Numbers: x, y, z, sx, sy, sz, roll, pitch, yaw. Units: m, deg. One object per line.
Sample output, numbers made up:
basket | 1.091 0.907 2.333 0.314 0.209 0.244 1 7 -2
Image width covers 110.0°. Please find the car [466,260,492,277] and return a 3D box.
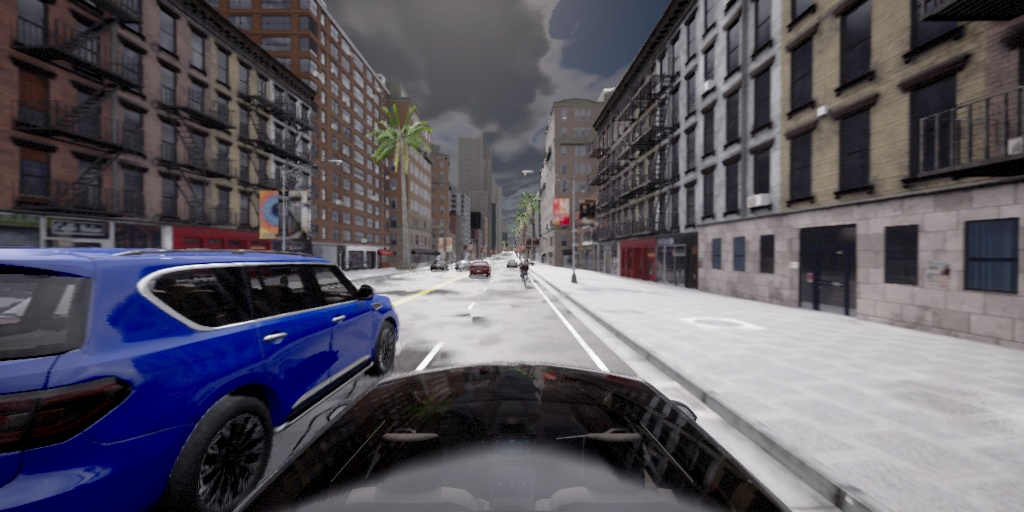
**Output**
car | -3.149 1.264 36.424 1.882 1.535 5.008 0 0 0

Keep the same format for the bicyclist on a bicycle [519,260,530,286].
bicyclist on a bicycle | 0.894 1.136 24.164 0.659 1.776 1.843 0 0 0

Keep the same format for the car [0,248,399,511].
car | -3.150 0.968 4.250 2.150 2.045 5.566 0 0 0

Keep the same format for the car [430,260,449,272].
car | -9.818 1.328 48.670 1.837 1.490 4.892 0 -1 0

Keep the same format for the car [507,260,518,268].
car | 0.059 1.441 63.127 1.994 1.385 4.181 0 0 0

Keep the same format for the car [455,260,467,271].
car | -6.570 1.315 48.952 2.128 1.511 4.902 0 0 0

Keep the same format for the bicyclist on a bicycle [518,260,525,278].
bicyclist on a bicycle | 0.895 1.233 33.643 0.582 1.620 1.656 0 0 0
